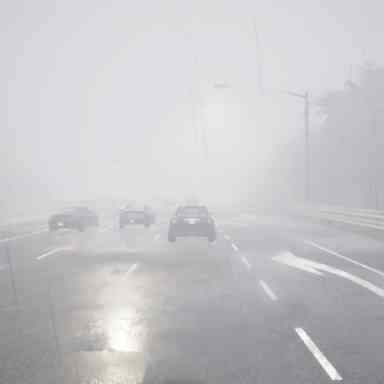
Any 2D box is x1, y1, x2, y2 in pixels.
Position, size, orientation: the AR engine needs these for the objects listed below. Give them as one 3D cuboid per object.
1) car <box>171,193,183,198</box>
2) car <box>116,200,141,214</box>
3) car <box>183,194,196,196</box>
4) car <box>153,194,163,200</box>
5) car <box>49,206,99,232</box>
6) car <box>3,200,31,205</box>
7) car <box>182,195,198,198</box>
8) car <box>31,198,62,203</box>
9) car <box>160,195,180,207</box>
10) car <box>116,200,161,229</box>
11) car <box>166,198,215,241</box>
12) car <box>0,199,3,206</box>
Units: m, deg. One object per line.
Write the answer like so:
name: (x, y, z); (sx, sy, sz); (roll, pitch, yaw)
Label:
car: (-3.529, 1.593, 71.041); (1.882, 1.535, 5.008); (0, 0, 0)
car: (-7.018, 1.653, 37.063); (1.895, 1.301, 4.718); (0, 0, 0)
car: (-0.025, 1.314, 60.069); (2.150, 2.045, 5.566); (0, 0, 0)
car: (-7.029, 1.339, 70.118); (2.150, 2.045, 5.566); (0, 0, 0)
car: (-7.008, 1.552, 20.058); (1.812, 1.442, 4.674); (0, 0, 0)
car: (-21.079, 1.663, 41.643); (1.895, 1.301, 4.718); (0, 0, 0)
car: (-0.019, 1.541, 44.016); (1.882, 1.535, 5.008); (0, 0, 0)
car: (-17.584, 1.553, 41.621); (2.128, 1.511, 4.902); (0, 0, 0)
car: (-3.518, 1.627, 53.019); (2.033, 1.411, 5.357); (0, 0, 0)
car: (-3.508, 1.520, 22.051); (2.128, 1.511, 4.902); (0, 0, 0)
car: (-0.004, 1.372, 16.966); (2.097, 1.767, 4.553); (0, 0, 0)
car: (-24.570, 1.610, 41.611); (2.033, 1.411, 5.357); (0, 0, 1)
